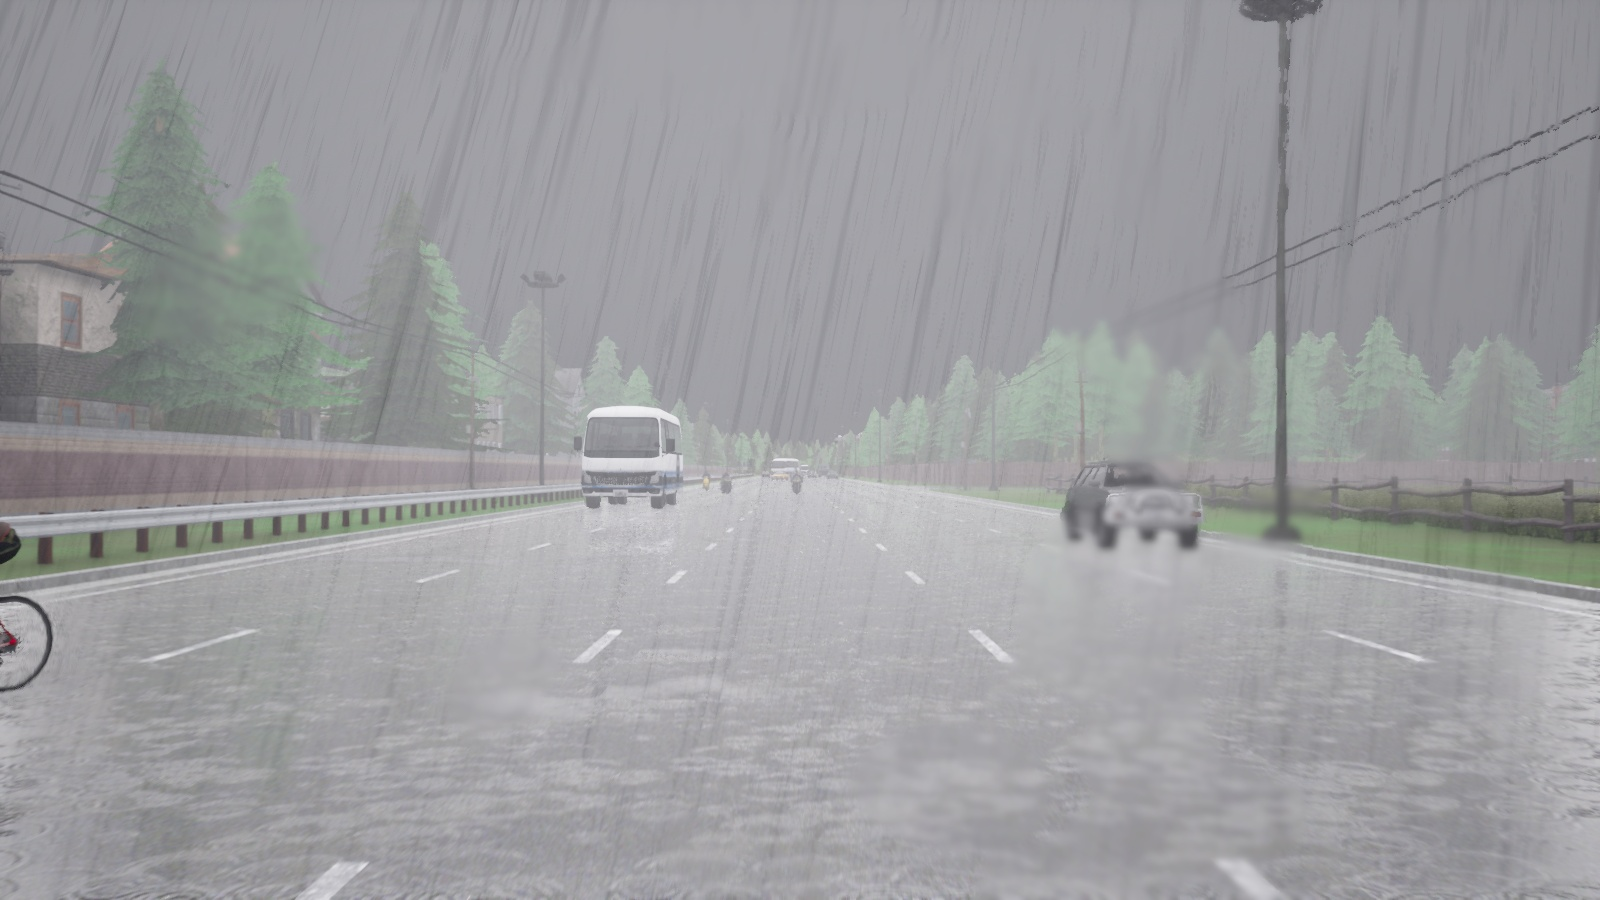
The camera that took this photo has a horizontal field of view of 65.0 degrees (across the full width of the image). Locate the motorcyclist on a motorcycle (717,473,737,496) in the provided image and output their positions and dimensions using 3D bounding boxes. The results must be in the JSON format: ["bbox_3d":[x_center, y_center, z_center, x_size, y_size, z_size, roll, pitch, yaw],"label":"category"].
[{"bbox_3d":[-4.901,2.279,84.093,0.866,1.530,2.191,0,-1,-15],"label":"motorcyclist on a motorcycle"}]

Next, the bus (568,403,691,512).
[{"bbox_3d":[-7.136,0.378,54.347,3.944,4.253,10.273,0,-1,0],"label":"bus"}]

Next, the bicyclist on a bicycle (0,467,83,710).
[{"bbox_3d":[-5.702,0.930,8.334,0.582,1.620,1.656,-1,-1,20],"label":"bicyclist on a bicycle"}]

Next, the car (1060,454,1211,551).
[{"bbox_3d":[6.935,1.047,26.470,1.932,1.855,4.605,0,-1,0],"label":"car"}]
